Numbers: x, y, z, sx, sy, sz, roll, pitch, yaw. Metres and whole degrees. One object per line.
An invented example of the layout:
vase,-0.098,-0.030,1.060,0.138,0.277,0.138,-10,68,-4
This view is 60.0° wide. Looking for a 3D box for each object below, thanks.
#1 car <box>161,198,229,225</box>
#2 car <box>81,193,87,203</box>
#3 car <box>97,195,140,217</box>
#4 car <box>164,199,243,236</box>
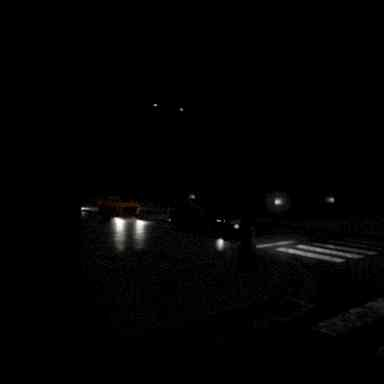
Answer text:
car,0.037,1.212,22.761,2.033,1.411,5.357,0,1,-33
car,-15.767,0.756,45.327,1.994,1.385,4.181,0,1,-35
car,-5.862,1.059,26.218,1.882,1.535,5.008,0,1,-35
car,0.609,1.253,17.030,2.128,1.511,4.902,0,1,-35
